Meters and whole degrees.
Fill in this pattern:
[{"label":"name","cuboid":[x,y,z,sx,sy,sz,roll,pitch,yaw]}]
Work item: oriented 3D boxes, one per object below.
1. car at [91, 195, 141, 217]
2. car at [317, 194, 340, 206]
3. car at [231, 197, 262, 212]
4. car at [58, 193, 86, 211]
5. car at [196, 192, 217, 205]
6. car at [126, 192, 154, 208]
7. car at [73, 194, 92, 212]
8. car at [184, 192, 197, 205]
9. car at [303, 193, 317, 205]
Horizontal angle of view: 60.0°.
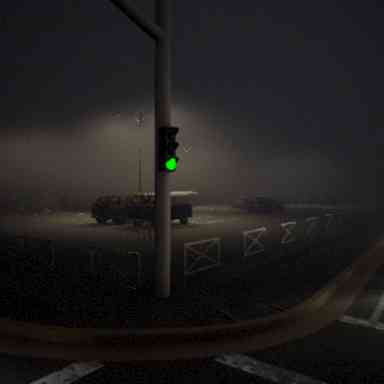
[{"label":"car","cuboid":[-7.217,1.281,31.809,1.970,1.475,3.806,0,0,37]},{"label":"car","cuboid":[21.304,1.102,51.123,1.932,1.855,4.605,0,0,37]},{"label":"car","cuboid":[6.421,1.313,40.489,1.970,1.475,3.806,0,0,37]},{"label":"car","cuboid":[-11.723,1.007,35.096,1.932,1.855,4.605,0,0,37]},{"label":"car","cuboid":[3.241,0.974,64.569,1.905,1.878,3.866,0,0,37]},{"label":"car","cuboid":[-7.193,0.973,50.495,1.932,1.855,4.605,0,0,37]},{"label":"car","cuboid":[-9.540,1.233,33.536,1.784,1.438,3.905,0,0,37]},{"label":"car","cuboid":[0.923,1.196,66.306,1.970,1.475,3.806,0,0,37]},{"label":"car","cuboid":[19.013,1.088,52.893,1.905,1.878,3.866,0,0,37]}]
